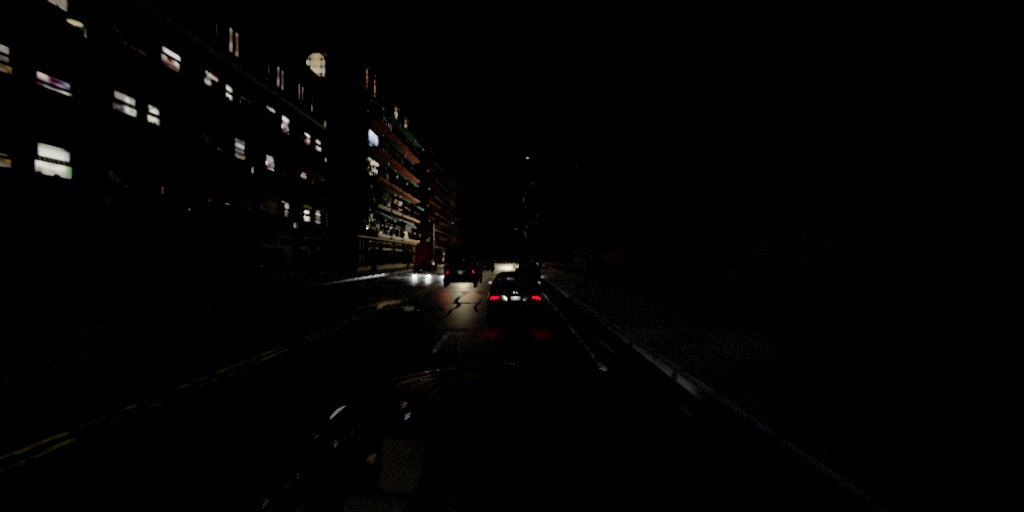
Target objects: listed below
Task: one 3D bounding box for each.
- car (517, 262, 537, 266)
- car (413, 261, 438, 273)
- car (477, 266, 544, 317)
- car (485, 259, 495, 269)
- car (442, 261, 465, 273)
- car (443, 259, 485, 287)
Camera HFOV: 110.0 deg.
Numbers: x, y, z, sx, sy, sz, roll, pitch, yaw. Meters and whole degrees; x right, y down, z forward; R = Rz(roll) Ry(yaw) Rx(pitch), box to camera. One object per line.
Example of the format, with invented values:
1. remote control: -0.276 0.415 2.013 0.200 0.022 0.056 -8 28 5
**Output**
1. car: 1.131 1.173 27.051 1.837 1.490 4.892 0 0 0
2. car: -9.860 1.221 40.977 1.895 1.301 4.718 0 0 0
3. car: 0.100 1.261 12.919 2.033 1.411 5.357 0 0 0
4. car: -3.159 1.085 44.594 1.882 1.535 5.008 0 0 0
5. car: -6.611 1.221 40.989 1.895 1.301 4.718 0 0 0
6. car: -3.155 1.030 23.865 2.097 1.767 4.553 0 0 -1
